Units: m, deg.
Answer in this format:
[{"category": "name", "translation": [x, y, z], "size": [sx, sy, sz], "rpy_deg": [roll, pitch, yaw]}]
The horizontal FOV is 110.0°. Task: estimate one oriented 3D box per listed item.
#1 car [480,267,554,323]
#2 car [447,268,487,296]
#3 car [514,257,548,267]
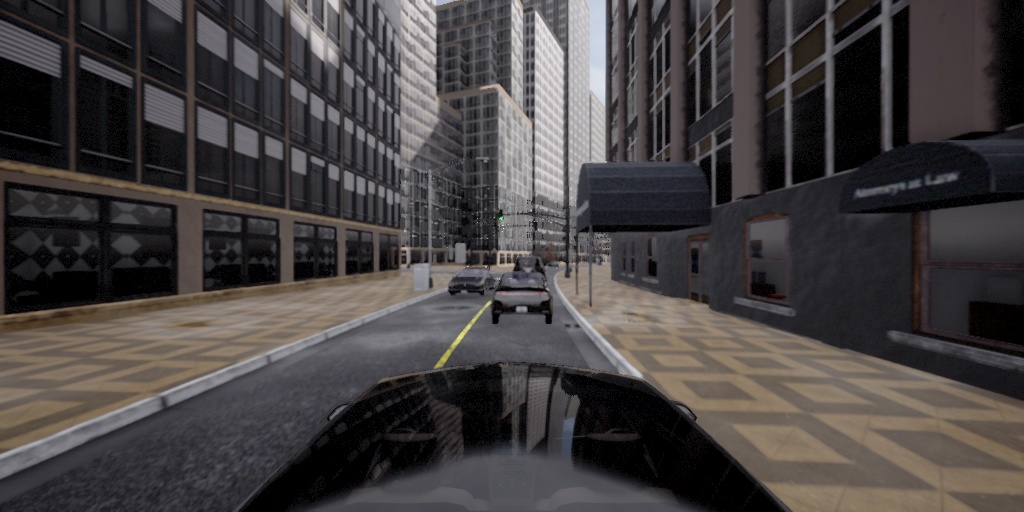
[{"category": "car", "translation": [0.362, 1.273, 12.219], "size": [2.128, 1.511, 4.902], "rpy_deg": [0, -1, 2]}, {"category": "car", "translation": [-2.119, 1.363, 20.029], "size": [2.033, 1.411, 5.357], "rpy_deg": [0, 0, 4]}, {"category": "car", "translation": [1.289, 1.063, 25.514], "size": [2.150, 2.045, 5.566], "rpy_deg": [0, 0, 6]}]
